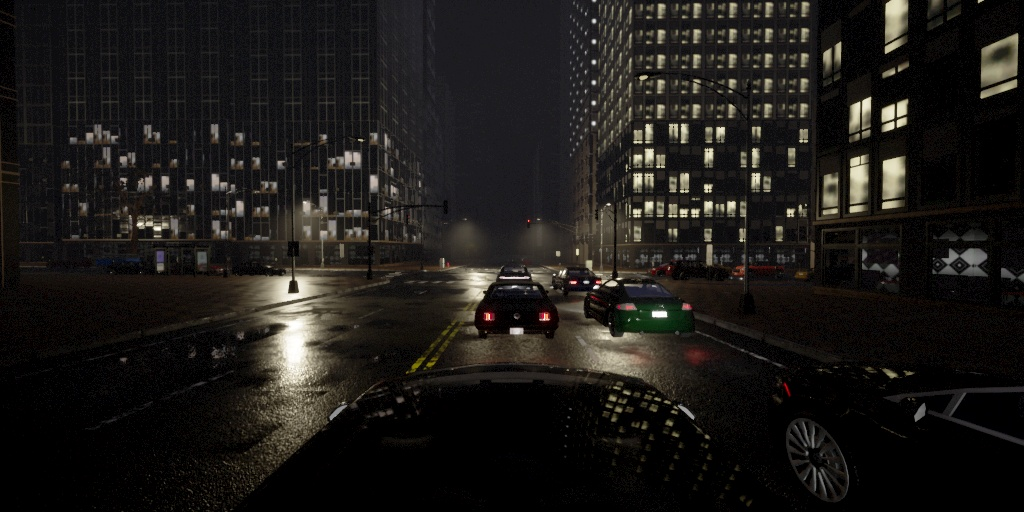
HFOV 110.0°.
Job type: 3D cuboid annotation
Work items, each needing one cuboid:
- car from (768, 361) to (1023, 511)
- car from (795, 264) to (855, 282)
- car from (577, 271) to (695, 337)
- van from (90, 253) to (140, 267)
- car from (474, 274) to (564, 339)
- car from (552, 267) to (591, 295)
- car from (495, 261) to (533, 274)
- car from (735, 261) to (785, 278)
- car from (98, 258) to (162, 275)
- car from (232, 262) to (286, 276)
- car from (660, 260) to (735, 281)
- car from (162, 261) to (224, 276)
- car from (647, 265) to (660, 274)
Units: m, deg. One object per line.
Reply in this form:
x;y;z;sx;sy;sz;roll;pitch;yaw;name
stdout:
3.340;1.242;1.428;2.128;1.511;4.902;0;0;0;car
27.672;1.578;31.416;4.829;1.417;1.751;0;0;1;car
3.366;1.310;10.258;1.994;1.385;4.181;0;0;-1;car
-45.247;0.605;41.188;3.998;1.789;1.690;0;0;1;van
0.108;1.347;10.030;1.895;1.301;4.718;0;0;0;car
3.402;1.288;19.487;2.033;1.411;5.357;0;0;-3;car
0.117;1.232;19.286;2.128;1.511;4.902;0;0;0;car
25.512;1.293;37.230;4.553;1.767;2.097;0;1;1;car
-34.065;1.069;32.515;4.313;1.339;1.948;0;0;1;car
-22.701;1.173;32.196;4.313;1.339;1.948;0;0;1;car
16.223;1.268;31.625;5.009;1.841;2.192;0;0;1;car
-28.385;1.138;32.335;4.207;1.307;1.802;0;0;1;car
16.315;1.425;37.401;4.181;1.385;1.994;1;1;1;car
